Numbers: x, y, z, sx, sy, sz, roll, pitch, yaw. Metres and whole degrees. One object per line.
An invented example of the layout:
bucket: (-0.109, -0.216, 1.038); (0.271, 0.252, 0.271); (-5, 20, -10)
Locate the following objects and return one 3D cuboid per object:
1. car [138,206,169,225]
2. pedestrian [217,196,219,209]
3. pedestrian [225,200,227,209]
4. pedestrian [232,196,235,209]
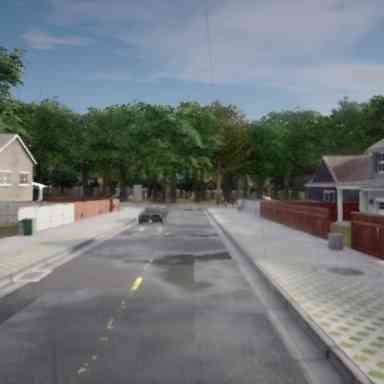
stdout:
car: (-2.836, 1.714, 24.976); (1.895, 1.301, 4.718); (0, 0, 0)
pedestrian: (3.529, 1.349, 45.091); (0.375, 1.860, 0.375); (-1, 1, 0)
pedestrian: (4.529, 1.613, 43.896); (0.375, 1.300, 0.375); (-1, 1, 0)
pedestrian: (5.529, 1.336, 44.490); (0.375, 1.860, 0.375); (-1, 1, 0)
